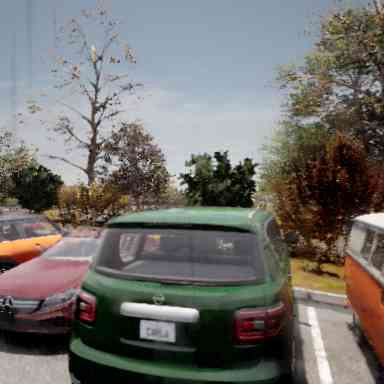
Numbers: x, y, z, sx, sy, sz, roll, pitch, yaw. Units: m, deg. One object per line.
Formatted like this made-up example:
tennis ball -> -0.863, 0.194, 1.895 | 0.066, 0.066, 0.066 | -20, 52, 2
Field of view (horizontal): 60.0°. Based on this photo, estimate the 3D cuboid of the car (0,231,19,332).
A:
car -> -1.985, 1.524, 6.923 | 2.002, 1.452, 4.674 | 1, -1, 16

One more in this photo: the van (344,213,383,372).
van -> 2.830, 1.258, 3.352 | 1.878, 1.987, 4.442 | 1, -1, 16

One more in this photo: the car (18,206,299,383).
car -> 0.442, 1.234, 5.223 | 2.435, 2.045, 5.566 | 0, -1, 16

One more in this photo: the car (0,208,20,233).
car -> -4.421, 1.357, 8.625 | 2.185, 1.767, 4.553 | 0, -1, 16
